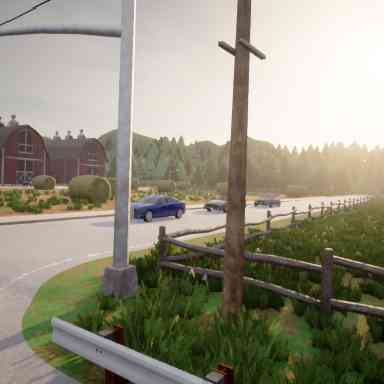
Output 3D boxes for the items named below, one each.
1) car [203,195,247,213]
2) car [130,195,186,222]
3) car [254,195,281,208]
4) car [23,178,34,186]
[{"bbox_3d":[3.094,1.000,29.443,2.033,1.411,5.357,3,2,33],"label":"car"},{"bbox_3d":[-2.350,0.947,21.185,1.882,1.535,5.008,3,2,33],"label":"car"},{"bbox_3d":[8.615,1.001,37.795,1.994,1.385,4.181,3,2,33],"label":"car"},{"bbox_3d":[-38.864,-2.310,79.367,1.905,1.878,3.866,8,2,-13],"label":"car"}]
